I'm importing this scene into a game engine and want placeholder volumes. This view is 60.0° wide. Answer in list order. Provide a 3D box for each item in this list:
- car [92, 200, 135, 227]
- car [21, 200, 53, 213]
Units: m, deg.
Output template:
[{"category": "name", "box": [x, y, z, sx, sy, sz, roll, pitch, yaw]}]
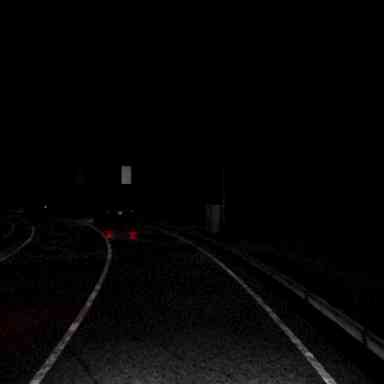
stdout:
[{"category": "car", "box": [-5.599, 1.401, 23.429, 2.097, 1.767, 4.553, 0, 0, -27]}, {"category": "car", "box": [-17.566, 1.589, 37.649, 4.181, 1.385, 1.994, 0, -1, 39]}]
